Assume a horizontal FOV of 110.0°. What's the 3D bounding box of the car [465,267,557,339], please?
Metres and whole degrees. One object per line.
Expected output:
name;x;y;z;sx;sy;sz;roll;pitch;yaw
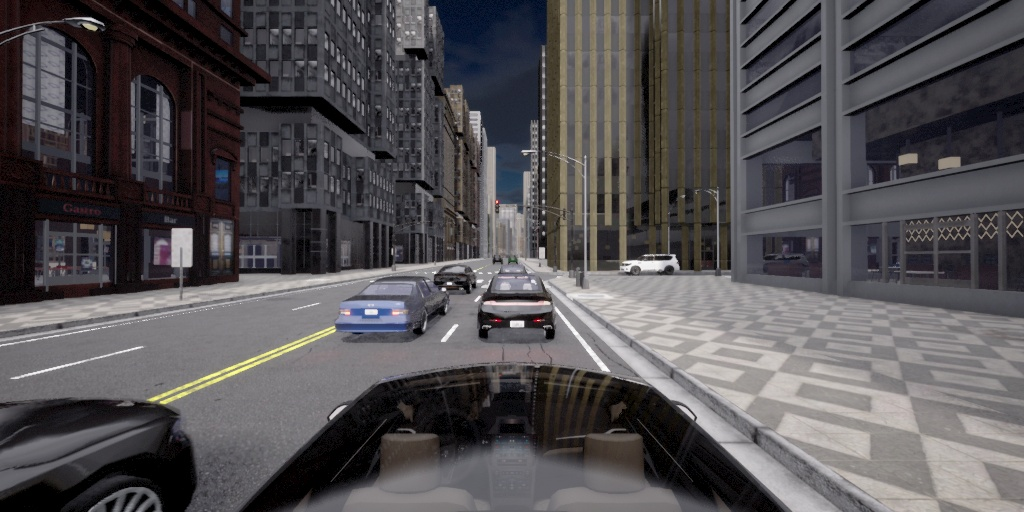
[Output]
car;0.120;1.237;10.074;2.128;1.511;4.902;0;0;0

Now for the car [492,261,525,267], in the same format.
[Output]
car;0.045;1.224;19.503;2.128;1.511;4.902;0;0;0

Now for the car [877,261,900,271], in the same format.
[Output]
car;39.977;1.075;35.798;5.357;1.411;2.033;0;0;0

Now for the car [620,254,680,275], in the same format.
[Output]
car;13.737;0.855;35.829;5.566;2.045;2.150;0;0;0

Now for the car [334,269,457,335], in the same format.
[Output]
car;-3.129;1.292;10.494;2.033;1.411;5.357;0;0;0

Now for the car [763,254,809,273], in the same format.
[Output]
car;26.358;0.803;35.830;5.566;2.045;2.150;0;0;0

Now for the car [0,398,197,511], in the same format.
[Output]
car;-3.150;1.242;0.517;2.128;1.511;4.902;0;0;0

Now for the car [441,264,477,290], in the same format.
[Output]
car;-3.101;1.208;20.263;1.882;1.535;5.008;0;0;0
